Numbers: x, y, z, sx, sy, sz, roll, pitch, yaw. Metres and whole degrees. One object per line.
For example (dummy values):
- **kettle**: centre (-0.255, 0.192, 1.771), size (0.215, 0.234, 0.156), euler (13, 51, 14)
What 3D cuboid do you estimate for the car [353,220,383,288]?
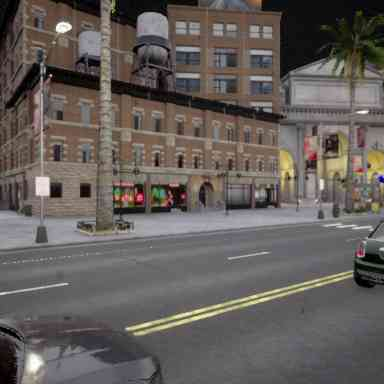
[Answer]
- **car**: centre (5.945, 1.352, 8.020), size (4.553, 1.767, 2.097), euler (0, 0, -35)

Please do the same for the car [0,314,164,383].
- **car**: centre (-2.455, 1.504, 1.986), size (4.892, 1.490, 1.837), euler (0, 0, -36)
